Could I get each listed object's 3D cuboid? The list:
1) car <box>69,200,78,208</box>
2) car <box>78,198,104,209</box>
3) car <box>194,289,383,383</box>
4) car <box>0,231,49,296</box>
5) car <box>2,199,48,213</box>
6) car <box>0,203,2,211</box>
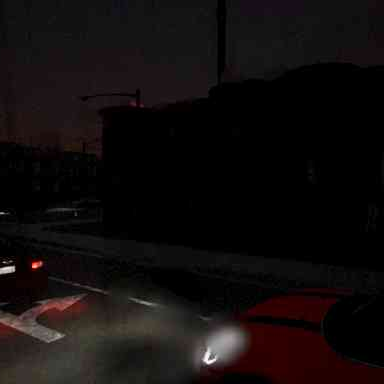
[{"bbox_3d":[-15.285,1.526,47.609,1.812,1.442,4.674,0,0,36],"label":"car"},{"bbox_3d":[-12.601,1.601,45.368,1.895,1.301,4.718,0,0,36],"label":"car"},{"bbox_3d":[2.214,1.352,2.418,4.553,1.767,2.097,0,0,36],"label":"car"},{"bbox_3d":[-5.535,1.547,7.918,5.357,1.411,2.033,0,0,38],"label":"car"},{"bbox_3d":[-18.377,1.564,37.307,1.994,1.385,4.181,0,0,36],"label":"car"},{"bbox_3d":[-20.890,1.547,39.817,2.033,1.411,5.357,0,0,36],"label":"car"}]
